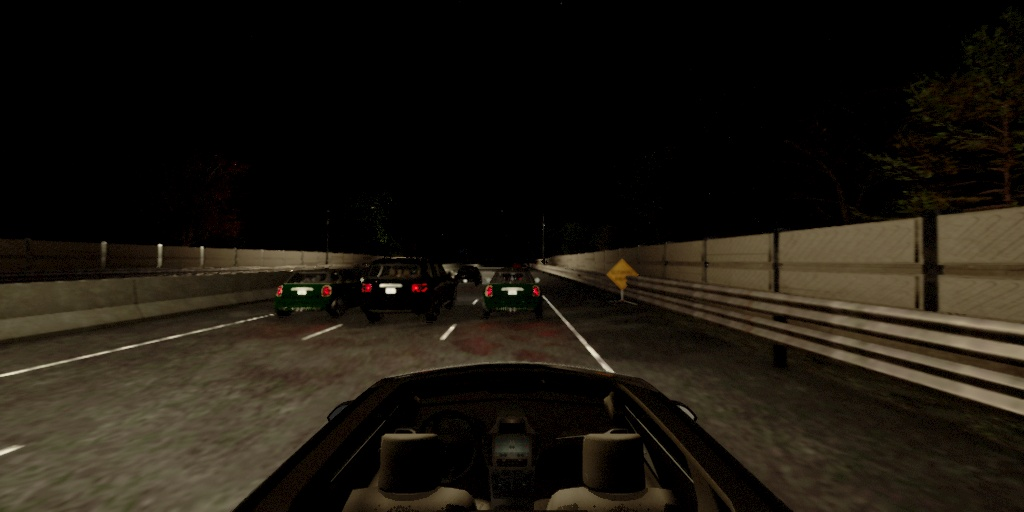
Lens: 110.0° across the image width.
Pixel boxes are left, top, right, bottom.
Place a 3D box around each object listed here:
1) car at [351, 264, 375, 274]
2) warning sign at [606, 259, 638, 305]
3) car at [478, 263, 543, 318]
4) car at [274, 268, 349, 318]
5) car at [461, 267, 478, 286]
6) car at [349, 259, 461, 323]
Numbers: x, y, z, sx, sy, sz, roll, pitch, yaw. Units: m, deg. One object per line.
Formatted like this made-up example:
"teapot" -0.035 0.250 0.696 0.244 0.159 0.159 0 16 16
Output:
"car" -24.561 2.066 59.145 1.837 1.490 4.892 0 -1 1
"warning sign" 4.543 1.039 14.787 1.300 1.860 1.060 0 0 0
"car" 0.039 1.265 14.015 2.097 1.767 4.553 0 -1 1
"car" -6.960 1.264 14.036 2.097 1.767 4.553 0 -1 0
"car" -3.469 1.629 29.154 1.837 1.490 4.892 0 0 1
"car" -3.474 1.123 13.026 2.150 2.045 5.566 0 0 1
